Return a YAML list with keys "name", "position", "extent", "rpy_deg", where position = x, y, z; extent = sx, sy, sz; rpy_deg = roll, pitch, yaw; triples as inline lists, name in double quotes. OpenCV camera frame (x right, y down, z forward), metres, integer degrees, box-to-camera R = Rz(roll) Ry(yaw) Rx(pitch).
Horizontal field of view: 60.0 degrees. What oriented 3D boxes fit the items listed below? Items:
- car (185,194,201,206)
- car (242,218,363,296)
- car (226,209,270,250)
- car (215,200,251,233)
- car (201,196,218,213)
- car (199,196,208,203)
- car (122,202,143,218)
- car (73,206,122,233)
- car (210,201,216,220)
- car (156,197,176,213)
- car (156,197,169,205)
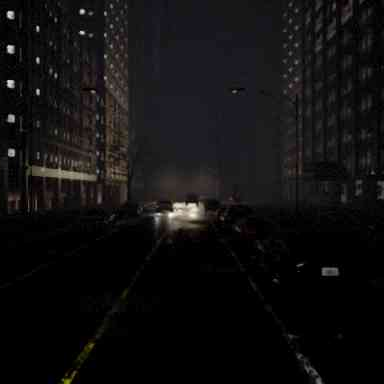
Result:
- name: "car"
  position: [0.004, 1.327, 56.284]
  extent: [2.150, 2.045, 5.566]
  rpy_deg: [0, 0, 0]
- name: "car"
  position: [2.683, 1.583, 8.529]
  extent: [1.947, 1.339, 4.313]
  rpy_deg: [-1, 0, 0]
- name: "car"
  position: [2.683, 1.610, 14.172]
  extent: [1.802, 1.307, 4.206]
  rpy_deg: [-1, 0, 0]
- name: "car"
  position: [2.682, 1.479, 19.814]
  extent: [1.967, 1.590, 4.097]
  rpy_deg: [-1, 0, 0]
- name: "car"
  position: [2.362, 1.551, 38.005]
  extent: [1.882, 1.535, 5.008]
  rpy_deg: [0, 0, 0]
- name: "car"
  position: [2.687, 1.683, 76.242]
  extent: [1.887, 1.381, 4.507]
  rpy_deg: [-1, 0, 0]
- name: "car"
  position: [-5.697, 1.626, 31.098]
  extent: [1.947, 1.339, 4.313]
  rpy_deg: [-1, 0, 0]
- name: "car"
  position: [-5.697, 1.621, 19.816]
  extent: [1.802, 1.307, 4.206]
  rpy_deg: [-1, 0, 0]
- name: "car"
  position: [2.683, 1.616, 25.457]
  extent: [1.947, 1.339, 4.313]
  rpy_deg: [-1, 0, 0]
- name: "car"
  position: [-3.092, 1.600, 38.414]
  extent: [1.812, 1.442, 4.674]
  rpy_deg: [0, 0, 0]
- name: "car"
  position: [-5.695, 1.670, 64.946]
  extent: [2.008, 1.369, 4.403]
  rpy_deg: [-1, 0, 0]
